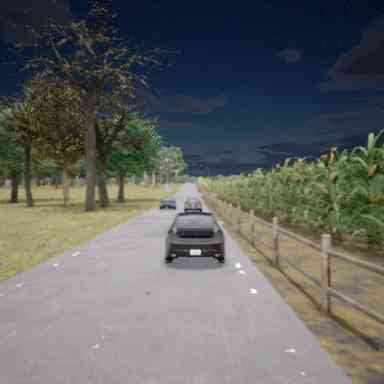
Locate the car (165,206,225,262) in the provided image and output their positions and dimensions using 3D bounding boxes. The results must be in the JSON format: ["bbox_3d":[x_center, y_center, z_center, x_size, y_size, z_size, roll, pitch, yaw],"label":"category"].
[{"bbox_3d":[0.102,1.449,11.844,1.837,1.490,4.892,0,0,0],"label":"car"}]

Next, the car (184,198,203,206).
[{"bbox_3d":[0.117,1.339,33.949,2.033,1.411,5.357,0,0,0],"label":"car"}]

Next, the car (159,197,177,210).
[{"bbox_3d":[-2.733,1.303,38.592,2.033,1.411,5.357,0,0,0],"label":"car"}]
